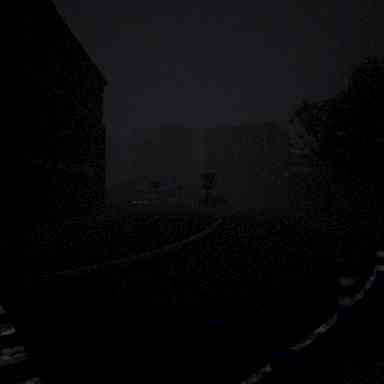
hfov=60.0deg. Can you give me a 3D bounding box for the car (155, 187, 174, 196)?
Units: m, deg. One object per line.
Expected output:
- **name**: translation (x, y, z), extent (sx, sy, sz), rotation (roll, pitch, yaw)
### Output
- **car**: translation (-4.676, -0.124, 62.806), extent (2.231, 1.521, 4.892), rotation (6, 2, 12)

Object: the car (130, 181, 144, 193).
- **car**: translation (-9.855, -0.723, 65.829), extent (1.946, 1.575, 5.366), rotation (6, 2, 12)

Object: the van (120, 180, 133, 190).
- **van**: translation (-12.350, -1.248, 67.718), extent (1.878, 1.987, 4.442), rotation (6, 2, 12)

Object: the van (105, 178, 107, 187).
- **van**: translation (-20.115, -2.141, 72.286), extent (1.878, 1.987, 4.442), rotation (6, 2, 12)

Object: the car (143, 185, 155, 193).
- **car**: translation (-7.246, -0.383, 64.414), extent (2.002, 1.452, 4.674), rotation (6, 2, 12)

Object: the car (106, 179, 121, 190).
- **car**: translation (-14.944, -1.570, 69.173), extent (2.435, 2.045, 5.566), rotation (6, 2, 12)
